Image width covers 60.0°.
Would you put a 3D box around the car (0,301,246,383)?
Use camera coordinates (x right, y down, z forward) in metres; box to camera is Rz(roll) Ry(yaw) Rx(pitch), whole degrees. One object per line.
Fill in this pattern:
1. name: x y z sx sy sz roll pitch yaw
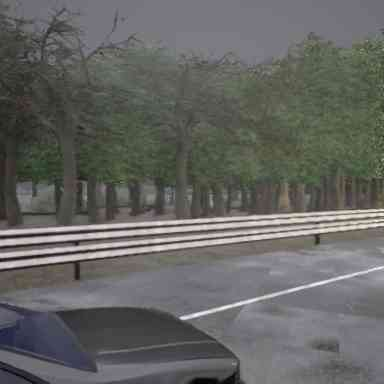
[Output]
1. car: -2.083 1.544 2.244 5.357 1.411 2.033 0 0 -35
